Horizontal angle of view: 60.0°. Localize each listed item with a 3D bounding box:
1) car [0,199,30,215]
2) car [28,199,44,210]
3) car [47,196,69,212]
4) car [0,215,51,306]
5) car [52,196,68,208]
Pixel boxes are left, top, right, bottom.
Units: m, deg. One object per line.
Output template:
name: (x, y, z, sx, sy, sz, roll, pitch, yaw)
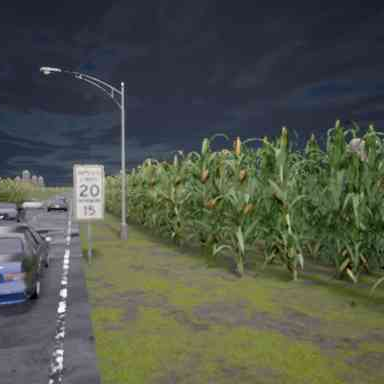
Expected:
car: (-13.344, 1.491, 24.134, 1.994, 1.385, 4.181, 0, 0, -19)
car: (-18.698, 1.462, 39.272, 1.895, 1.301, 4.718, 0, 0, -19)
car: (-14.658, 1.422, 36.337, 1.994, 1.385, 4.181, 0, 0, -19)
car: (-4.507, 1.520, 7.908, 2.033, 1.411, 5.357, 0, 0, -20)
car: (-18.104, 1.319, 45.786, 1.837, 1.490, 4.892, 0, 0, -20)
